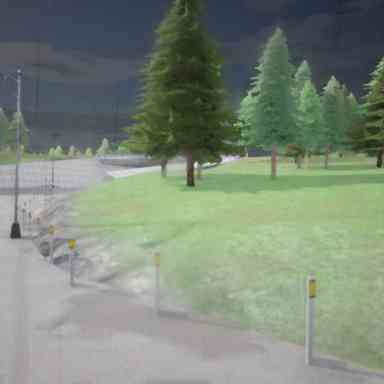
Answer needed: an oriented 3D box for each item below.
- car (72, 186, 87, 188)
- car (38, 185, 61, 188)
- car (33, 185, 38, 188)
[{"bbox_3d":[-27.846,-0.625,79.058,1.895,1.301,4.718,2,1,20],"label":"car"},{"bbox_3d":[-34.394,-0.970,81.508,2.128,1.511,4.902,2,1,20],"label":"car"},{"bbox_3d":[-37.676,-1.079,82.721,1.994,1.385,4.181,2,1,20],"label":"car"}]
